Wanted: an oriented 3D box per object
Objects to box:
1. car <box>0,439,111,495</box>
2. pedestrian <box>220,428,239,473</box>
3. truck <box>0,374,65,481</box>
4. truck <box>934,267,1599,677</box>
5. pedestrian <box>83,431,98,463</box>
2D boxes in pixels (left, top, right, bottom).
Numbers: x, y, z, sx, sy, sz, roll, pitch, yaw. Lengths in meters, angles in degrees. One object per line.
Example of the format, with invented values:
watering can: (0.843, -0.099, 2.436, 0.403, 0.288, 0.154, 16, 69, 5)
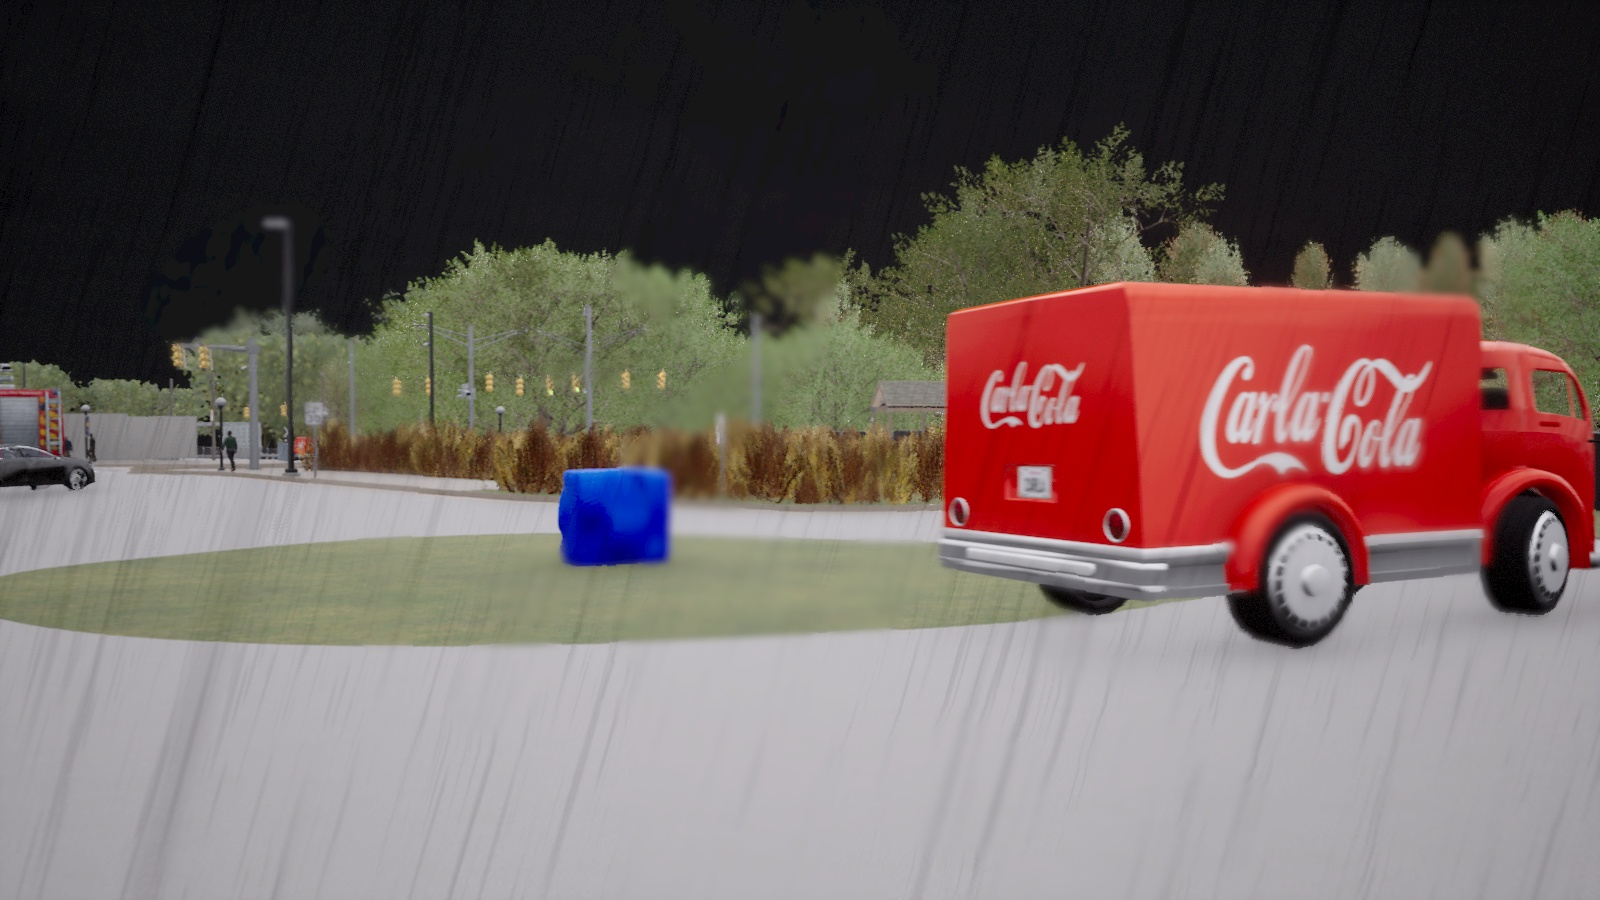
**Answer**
car: (-23.523, 0.501, 37.471, 2.128, 1.511, 4.902, 0, 2, 22)
pedestrian: (-25.237, 0.014, 55.555, 0.788, 1.949, 0.423, 2, 2, 41)
truck: (-31.239, -0.801, 48.398, 2.891, 3.827, 8.468, -2, 1, -45)
truck: (3.981, 0.097, 9.878, 5.204, 2.467, 2.627, -1, 1, -26)
pedestrian: (-44.023, -0.188, 77.944, 0.395, 1.930, 0.692, 2, 2, 40)
